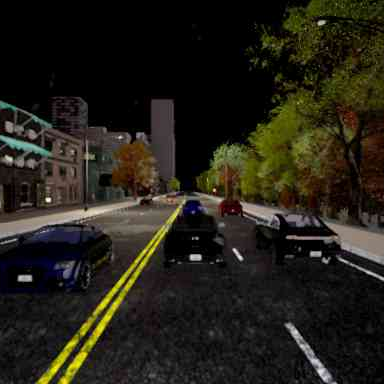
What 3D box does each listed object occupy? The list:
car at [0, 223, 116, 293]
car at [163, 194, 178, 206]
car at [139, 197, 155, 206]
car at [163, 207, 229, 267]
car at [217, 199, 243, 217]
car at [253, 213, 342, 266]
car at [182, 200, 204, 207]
[{"bbox_3d":[-3.353,1.534,8.674,1.994,1.385,4.181,0,0,0],"label":"car"},{"bbox_3d":[-3.318,1.175,51.985,2.097,1.767,4.553,0,0,0],"label":"car"},{"bbox_3d":[-6.583,1.397,49.136,1.994,1.385,4.181,0,0,0],"label":"car"},{"bbox_3d":[0.098,1.467,11.190,1.837,1.490,4.892,0,0,0],"label":"car"},{"bbox_3d":[3.344,1.377,29.576,1.882,1.535,5.008,0,0,0],"label":"car"},{"bbox_3d":[3.347,1.453,11.408,2.128,1.511,4.902,0,0,0],"label":"car"},{"bbox_3d":[0.094,1.427,29.102,1.812,1.442,4.674,0,0,0],"label":"car"}]
